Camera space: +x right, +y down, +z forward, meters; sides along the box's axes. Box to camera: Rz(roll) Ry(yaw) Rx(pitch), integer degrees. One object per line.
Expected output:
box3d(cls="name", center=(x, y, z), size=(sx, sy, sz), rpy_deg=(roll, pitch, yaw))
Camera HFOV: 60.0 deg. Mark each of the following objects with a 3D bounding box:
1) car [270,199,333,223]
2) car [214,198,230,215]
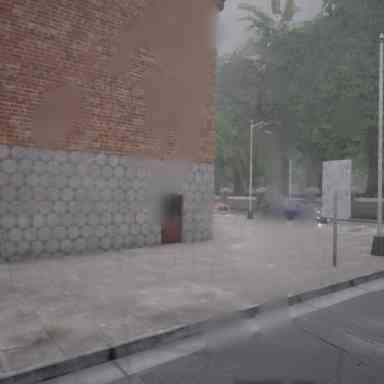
box3d(cls="car", center=(8.027, 1.344, 24.553), size=(2.097, 1.767, 4.553), rpy_deg=(2, -1, -35))
box3d(cls="car", center=(1.706, 1.341, 33.369), size=(2.097, 1.767, 4.553), rpy_deg=(2, -1, -36))
